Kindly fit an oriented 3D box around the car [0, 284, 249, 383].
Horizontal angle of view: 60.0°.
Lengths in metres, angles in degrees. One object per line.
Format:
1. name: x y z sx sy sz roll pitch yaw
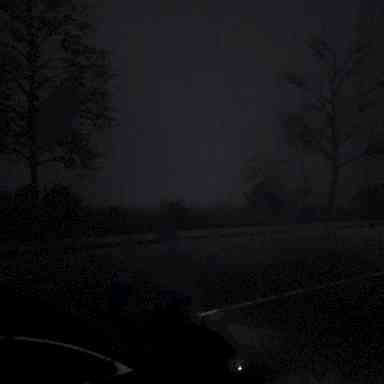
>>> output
1. car: -1.715 1.494 2.387 4.892 1.490 1.837 1 0 -36
